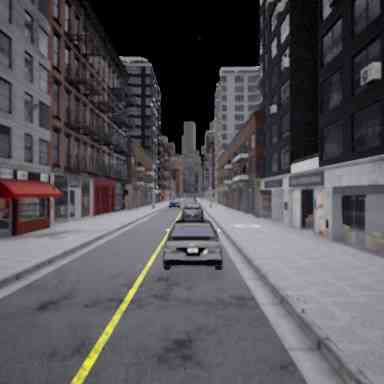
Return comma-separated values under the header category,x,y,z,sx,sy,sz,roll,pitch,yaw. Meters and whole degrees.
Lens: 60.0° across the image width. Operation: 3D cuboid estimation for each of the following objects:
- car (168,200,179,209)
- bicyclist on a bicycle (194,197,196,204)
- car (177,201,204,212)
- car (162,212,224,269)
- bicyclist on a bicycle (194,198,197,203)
category,x,y,z,sx,sy,sz,roll,pitch,yaw
car,-2.821,1.991,54.462,2.033,1.411,5.357,0,-1,0
bicyclist on a bicycle,0.741,2.141,81.625,0.582,1.620,1.656,0,-1,0
car,0.067,1.729,30.198,2.128,1.511,4.902,0,0,0
car,0.042,1.635,11.456,2.033,1.411,5.357,0,0,0
bicyclist on a bicycle,0.745,2.059,72.626,0.582,1.620,1.656,0,-1,0
